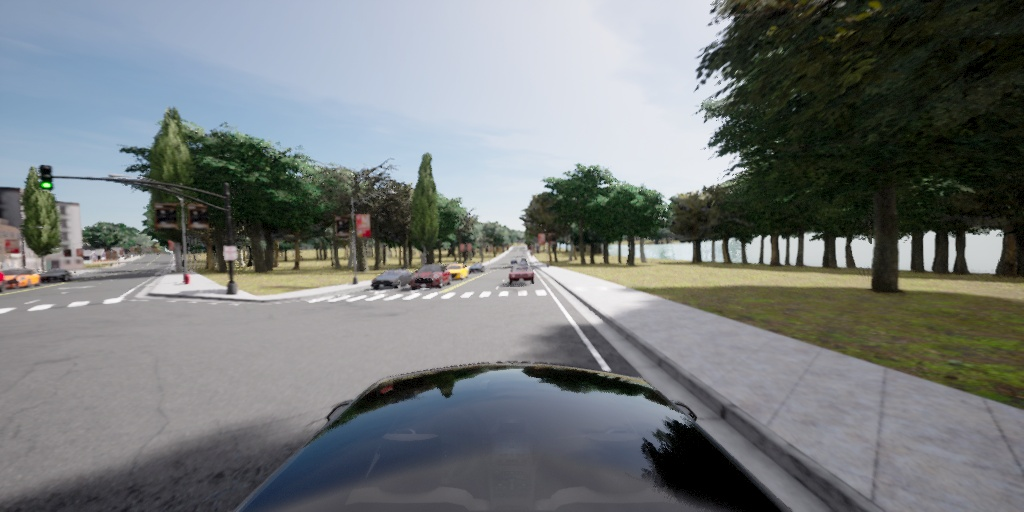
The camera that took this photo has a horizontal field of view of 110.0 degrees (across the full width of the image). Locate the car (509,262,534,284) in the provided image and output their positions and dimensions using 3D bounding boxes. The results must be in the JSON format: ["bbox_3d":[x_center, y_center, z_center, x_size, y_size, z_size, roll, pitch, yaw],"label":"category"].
[{"bbox_3d":[0.754,1.434,28.089,1.895,1.301,4.718,-2,0,2],"label":"car"}]

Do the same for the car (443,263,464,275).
[{"bbox_3d":[-8.274,1.771,50.747,1.882,1.535,5.008,-2,-1,3],"label":"car"}]

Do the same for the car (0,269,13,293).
[{"bbox_3d":[-36.601,1.674,24.112,2.150,2.045,5.566,-4,2,-42],"label":"car"}]

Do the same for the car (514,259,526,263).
[{"bbox_3d":[1.870,1.620,61.760,2.033,1.411,5.357,-2,-1,2],"label":"car"}]

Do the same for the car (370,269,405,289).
[{"bbox_3d":[-9.051,1.713,27.844,2.033,1.411,5.357,-2,0,3],"label":"car"}]

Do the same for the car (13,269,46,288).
[{"bbox_3d":[-43.207,1.940,31.188,2.097,1.767,4.553,-4,2,-42],"label":"car"}]

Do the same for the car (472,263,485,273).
[{"bbox_3d":[-4.976,1.742,51.932,2.033,1.411,5.357,-2,-1,2],"label":"car"}]

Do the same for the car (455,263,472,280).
[{"bbox_3d":[-5.567,1.562,35.613,1.882,1.535,5.008,-2,0,2],"label":"car"}]

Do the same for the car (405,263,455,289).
[{"bbox_3d":[-5.867,1.404,26.321,2.097,1.767,4.553,-2,0,2],"label":"car"}]
